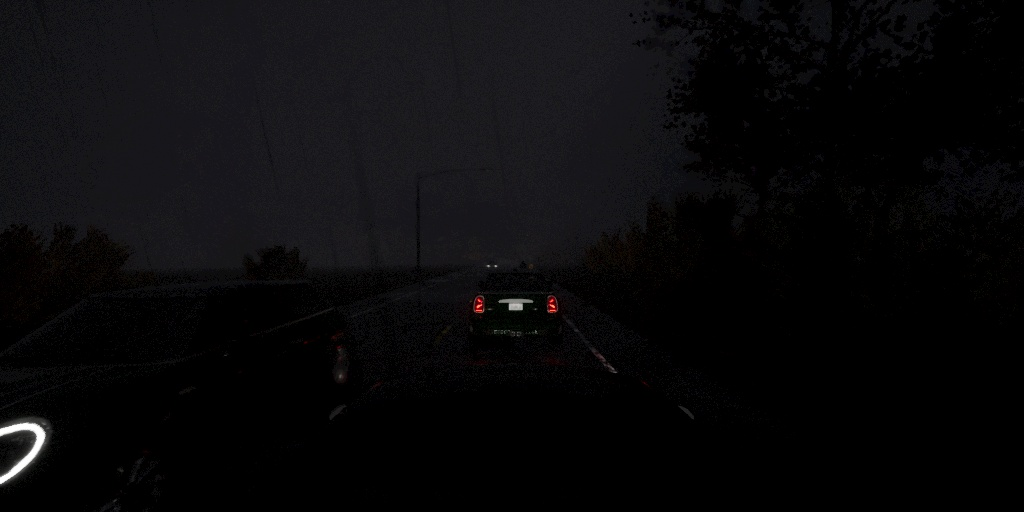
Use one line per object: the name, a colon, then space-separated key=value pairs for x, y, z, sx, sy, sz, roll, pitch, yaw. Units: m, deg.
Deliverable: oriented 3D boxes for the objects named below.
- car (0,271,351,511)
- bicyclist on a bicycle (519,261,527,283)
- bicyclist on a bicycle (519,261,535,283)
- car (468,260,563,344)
car: x=-3.608 y=1.101 z=3.818 sx=2.097 sy=1.767 sz=4.553 roll=0 pitch=0 yaw=0
bicyclist on a bicycle: x=0.843 y=1.193 z=27.212 sx=0.582 sy=1.620 sz=1.656 roll=0 pitch=0 yaw=0
bicyclist on a bicycle: x=0.905 y=1.181 z=17.095 sx=0.866 sy=1.612 sz=1.509 roll=0 pitch=0 yaw=0
car: x=0.073 y=1.099 z=9.751 sx=2.097 sy=1.767 sz=4.553 roll=0 pitch=0 yaw=0
